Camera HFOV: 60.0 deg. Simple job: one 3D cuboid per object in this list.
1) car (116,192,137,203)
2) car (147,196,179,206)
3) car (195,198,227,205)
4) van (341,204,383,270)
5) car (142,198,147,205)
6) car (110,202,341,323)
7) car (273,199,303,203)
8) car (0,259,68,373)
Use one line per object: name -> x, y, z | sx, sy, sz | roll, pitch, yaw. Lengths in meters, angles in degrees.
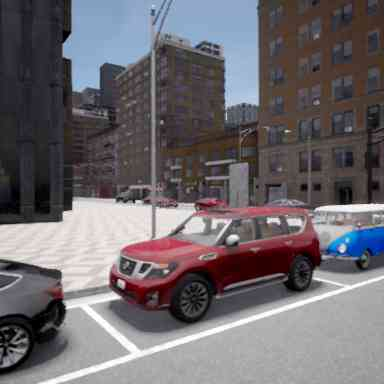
car -> -12.330, 1.042, 62.205 | 2.150, 2.045, 5.566 | 0, 0, -35
car -> -3.638, 1.353, 44.177 | 1.882, 1.535, 5.008 | 0, 0, -34
car -> 2.237, 1.355, 35.651 | 1.882, 1.535, 5.008 | 0, 0, -35
van -> 5.392, 1.301, 10.611 | 3.998, 1.788, 1.690 | 0, 0, -35
car -> -6.328, 1.327, 53.585 | 1.882, 1.535, 5.008 | 0, 0, -35
car -> 0.799, 1.297, 7.336 | 5.009, 1.841, 2.192 | 0, 0, -35
car -> 8.077, 1.369, 27.172 | 2.128, 1.511, 4.902 | 0, 0, -36
car -> -3.792, 1.569, 4.061 | 4.313, 1.339, 1.947 | 0, 0, -35
